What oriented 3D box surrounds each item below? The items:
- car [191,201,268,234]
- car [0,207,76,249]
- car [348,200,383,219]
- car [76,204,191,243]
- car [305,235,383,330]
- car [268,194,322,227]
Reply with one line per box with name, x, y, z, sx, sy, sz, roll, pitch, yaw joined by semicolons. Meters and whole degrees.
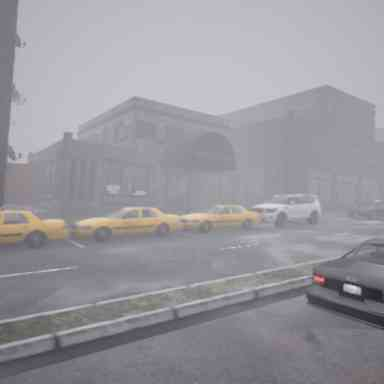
car;1.576;1.388;18.869;5.366;1.575;1.946;0;0;-35
car;-7.479;1.365;12.540;5.366;1.575;1.946;0;0;-35
car;15.380;1.459;28.541;4.792;1.488;2.163;0;0;-35
car;-2.949;1.375;15.700;5.366;1.575;1.946;0;0;-35
car;4.524;1.551;6.578;5.357;1.411;2.033;0;0;-35
car;6.337;1.153;22.199;5.566;2.045;2.435;0;0;-35
